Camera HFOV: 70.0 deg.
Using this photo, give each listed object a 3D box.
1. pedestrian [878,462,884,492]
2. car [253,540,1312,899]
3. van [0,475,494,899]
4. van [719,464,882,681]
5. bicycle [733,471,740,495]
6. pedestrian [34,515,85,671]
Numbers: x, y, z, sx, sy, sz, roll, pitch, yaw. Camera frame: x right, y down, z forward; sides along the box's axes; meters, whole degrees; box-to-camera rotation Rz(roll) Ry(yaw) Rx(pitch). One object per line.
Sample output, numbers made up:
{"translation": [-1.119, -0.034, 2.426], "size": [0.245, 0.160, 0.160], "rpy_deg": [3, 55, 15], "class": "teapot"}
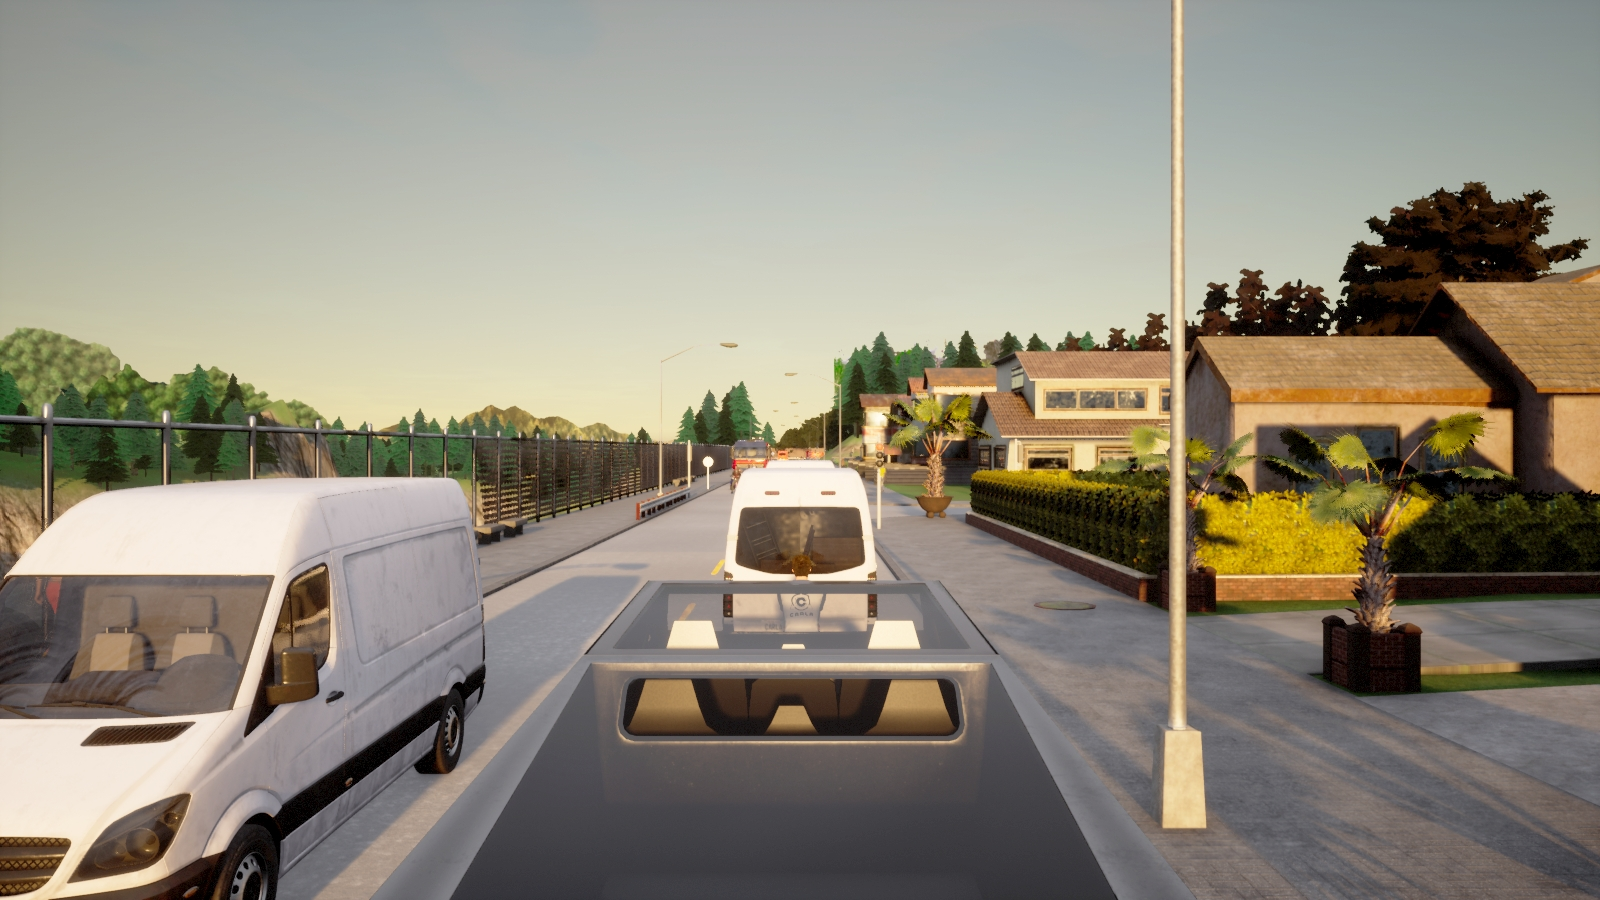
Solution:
{"translation": [5.097, 1.710, 71.894], "size": [0.375, 1.860, 0.375], "rpy_deg": [0, 0, -7], "class": "pedestrian"}
{"translation": [-0.034, 1.751, 5.716], "size": [2.390, 2.098, 6.274], "rpy_deg": [0, 0, 0], "class": "car"}
{"translation": [-3.993, 1.531, 8.228], "size": [1.988, 2.561, 5.915], "rpy_deg": [0, 0, 0], "class": "van"}
{"translation": [0.009, 1.528, 16.844], "size": [1.988, 2.561, 5.915], "rpy_deg": [0, 0, 0], "class": "van"}
{"translation": [-3.968, 2.032, 71.211], "size": [0.329, 1.471, 1.835], "rpy_deg": [0, 0, 0], "class": "bicycle"}
{"translation": [-9.063, 1.738, 13.995], "size": [0.375, 1.860, 0.375], "rpy_deg": [0, 0, 0], "class": "pedestrian"}
